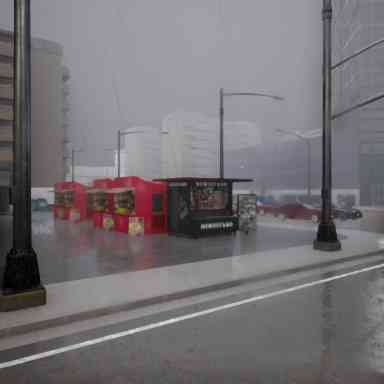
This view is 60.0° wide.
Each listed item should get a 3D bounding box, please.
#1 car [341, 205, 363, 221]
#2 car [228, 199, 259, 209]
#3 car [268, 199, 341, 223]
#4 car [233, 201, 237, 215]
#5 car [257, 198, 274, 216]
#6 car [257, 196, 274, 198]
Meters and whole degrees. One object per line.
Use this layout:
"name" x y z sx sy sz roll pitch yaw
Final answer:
"car" 12.183 1.672 28.378 1.994 1.385 4.181 0 -1 -35
"car" 8.043 1.902 52.335 1.837 1.490 4.892 0 -1 -36
"car" 8.956 1.589 26.835 1.882 1.535 5.008 0 -1 -38
"car" 3.506 1.750 34.394 1.812 1.442 4.674 0 -1 -36
"car" 6.910 1.689 35.657 1.882 1.535 5.008 0 -1 -36
"car" 8.834 1.528 45.276 2.150 2.045 5.566 0 -1 -36
